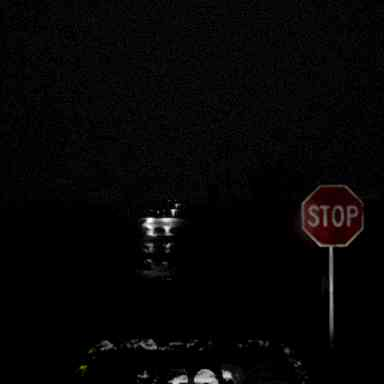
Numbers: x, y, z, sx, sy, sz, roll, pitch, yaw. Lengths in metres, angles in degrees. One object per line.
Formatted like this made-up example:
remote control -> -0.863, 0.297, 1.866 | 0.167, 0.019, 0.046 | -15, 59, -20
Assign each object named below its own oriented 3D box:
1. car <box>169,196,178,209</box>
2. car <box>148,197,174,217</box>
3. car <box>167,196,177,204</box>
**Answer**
car -> -3.116, 1.563, 44.860 | 2.033, 1.411, 5.357 | 0, 0, -1
car -> -2.956, 1.509, 31.207 | 1.837, 1.490, 4.892 | 0, 0, 0
car -> -3.868, 1.549, 64.843 | 1.837, 1.490, 4.892 | 0, -1, -3
